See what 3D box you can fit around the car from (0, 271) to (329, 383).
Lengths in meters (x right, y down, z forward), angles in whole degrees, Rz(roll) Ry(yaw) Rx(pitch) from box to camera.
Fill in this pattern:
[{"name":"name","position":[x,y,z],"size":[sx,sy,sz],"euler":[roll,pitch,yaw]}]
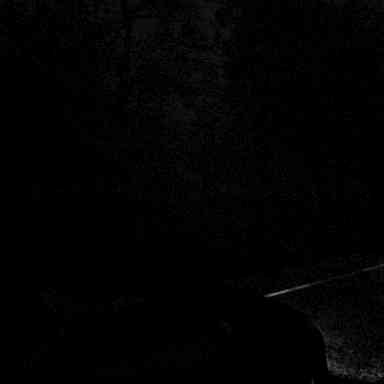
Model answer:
[{"name":"car","position":[-0.511,1.564,3.378],"size":[4.181,1.385,1.994],"euler":[0,0,-35]}]
